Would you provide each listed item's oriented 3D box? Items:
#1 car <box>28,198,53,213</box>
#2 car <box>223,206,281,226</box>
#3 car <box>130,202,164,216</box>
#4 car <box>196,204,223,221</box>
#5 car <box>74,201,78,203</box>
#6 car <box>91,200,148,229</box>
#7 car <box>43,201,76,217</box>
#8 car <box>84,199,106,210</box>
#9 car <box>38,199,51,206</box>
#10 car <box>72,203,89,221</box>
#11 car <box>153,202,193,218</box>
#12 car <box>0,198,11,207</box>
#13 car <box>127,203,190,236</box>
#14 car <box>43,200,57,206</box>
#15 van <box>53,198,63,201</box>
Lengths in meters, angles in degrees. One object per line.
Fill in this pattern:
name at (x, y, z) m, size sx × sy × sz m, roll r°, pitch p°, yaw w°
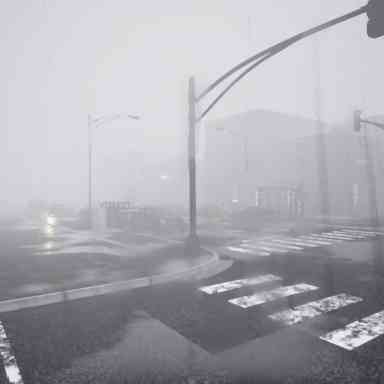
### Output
car at (-22.111, 1.952, 47.626) m, size 2.192 × 1.841 × 5.009 m, roll -1°, pitch 0°, yaw -36°
car at (4.726, 1.724, 25.210) m, size 1.947 × 1.339 × 4.313 m, roll -1°, pitch 0°, yaw -36°
car at (-5.319, 1.911, 38.878) m, size 2.008 × 1.369 × 4.403 m, roll -1°, pitch 0°, yaw -36°
car at (1.276, 1.753, 29.903) m, size 1.752 × 1.417 × 4.829 m, roll -1°, pitch 0°, yaw -36°
car at (-22.057, 2.279, 61.657) m, size 1.802 × 1.307 × 4.206 m, roll -1°, pitch 0°, yaw -36°
car at (-5.371, 1.616, 24.847) m, size 2.192 × 1.841 × 5.009 m, roll -1°, pitch 0°, yaw -36°
car at (-15.410, 2.053, 38.515) m, size 2.008 × 1.369 × 4.403 m, roll -1°, pitch 0°, yaw -36°
car at (-15.365, 2.002, 52.545) m, size 1.967 × 1.590 × 4.097 m, roll -1°, pitch 0°, yaw -36°
car at (-35.549, 2.494, 80.018) m, size 1.752 × 1.417 × 4.829 m, roll -1°, pitch 0°, yaw -36°
car at (-8.714, 1.918, 29.403) m, size 2.008 × 1.369 × 4.403 m, roll -1°, pitch 0°, yaw -36°
car at (-2.072, 1.820, 34.459) m, size 1.752 × 1.417 × 4.829 m, roll -1°, pitch 0°, yaw -36°
car at (-42.232, 2.357, 74.936) m, size 2.192 × 1.841 × 5.009 m, roll -1°, pitch 0°, yaw -36°
car at (-2.020, 1.673, 20.292) m, size 1.967 × 1.590 × 4.097 m, roll -1°, pitch 0°, yaw -36°
car at (-32.100, 2.444, 75.325) m, size 1.887 × 1.381 × 4.507 m, roll -1°, pitch 0°, yaw -36°
van at (-28.758, 2.173, 70.769) m, size 1.690 × 1.788 × 3.998 m, roll -1°, pitch 0°, yaw -36°
